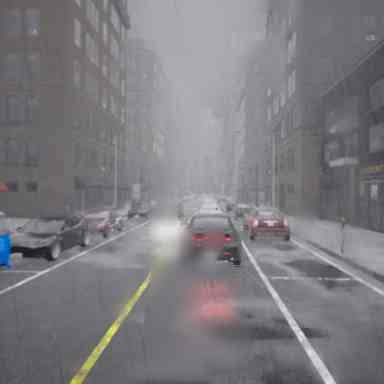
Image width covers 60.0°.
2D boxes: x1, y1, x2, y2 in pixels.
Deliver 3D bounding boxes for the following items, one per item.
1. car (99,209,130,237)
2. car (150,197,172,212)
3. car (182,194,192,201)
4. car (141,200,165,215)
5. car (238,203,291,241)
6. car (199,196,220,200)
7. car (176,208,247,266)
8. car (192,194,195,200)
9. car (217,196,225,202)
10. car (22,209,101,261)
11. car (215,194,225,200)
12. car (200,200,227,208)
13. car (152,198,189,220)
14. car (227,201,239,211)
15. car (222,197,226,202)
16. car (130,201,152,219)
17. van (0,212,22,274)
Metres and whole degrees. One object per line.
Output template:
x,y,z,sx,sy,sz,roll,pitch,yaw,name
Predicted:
-4.808,1.546,17.582,1.802,1.307,4.206,0,0,3,car
-3.649,1.440,39.557,1.967,1.590,4.097,0,0,3,car
-1.664,1.678,76.606,1.802,1.307,4.206,0,0,3,car
-3.940,1.573,34.063,1.802,1.307,4.206,0,0,3,car
3.706,1.494,17.133,1.967,1.590,4.097,0,0,3,car
2.061,1.587,39.890,1.812,1.442,4.674,1,0,3,car
0.654,1.521,11.629,1.837,1.490,4.892,1,0,3,car
-1.074,1.684,87.407,2.008,1.369,4.403,0,0,3,car
7.152,1.730,81.716,1.752,1.417,4.829,0,0,3,car
-5.098,1.522,12.088,1.947,1.339,4.313,0,0,3,car
6.849,1.626,76.145,1.967,1.590,4.097,0,0,3,car
1.258,1.560,23.015,1.812,1.442,4.674,1,0,3,car
-1.674,1.500,27.924,2.128,1.511,4.902,1,0,3,car
4.284,1.622,28.121,2.008,1.369,4.403,0,0,3,car
4.863,1.656,39.108,1.947,1.339,4.313,0,0,3,car
-4.229,1.547,28.569,1.947,1.339,4.313,0,0,3,car
-5.386,1.289,6.595,1.690,1.788,3.998,0,0,3,van
